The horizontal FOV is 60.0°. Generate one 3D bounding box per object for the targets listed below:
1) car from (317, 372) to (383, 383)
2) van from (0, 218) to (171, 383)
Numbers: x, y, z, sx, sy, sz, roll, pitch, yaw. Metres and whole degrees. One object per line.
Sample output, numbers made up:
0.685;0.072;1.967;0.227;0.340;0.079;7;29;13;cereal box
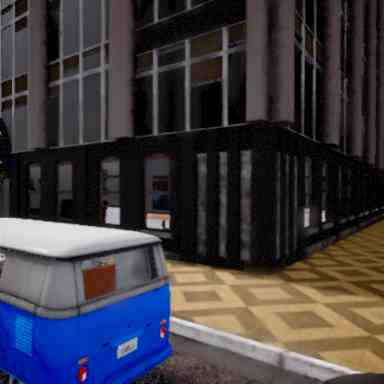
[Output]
2.458;1.563;1.122;4.403;1.369;2.008;1;0;35;car
-2.152;1.307;4.411;3.998;1.788;1.690;1;0;36;van
